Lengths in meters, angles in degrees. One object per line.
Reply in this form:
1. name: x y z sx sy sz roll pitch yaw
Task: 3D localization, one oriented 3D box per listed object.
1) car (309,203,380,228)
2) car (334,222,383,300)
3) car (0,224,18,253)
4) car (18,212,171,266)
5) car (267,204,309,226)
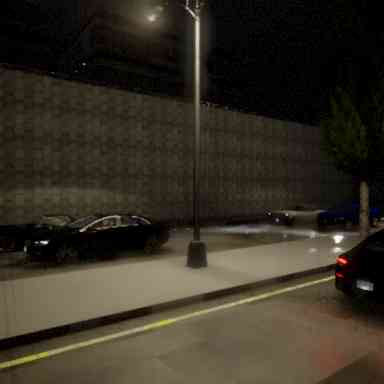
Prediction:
1. car: 9.728 1.429 20.629 5.008 1.535 1.882 0 0 -35
2. car: 4.971 1.506 7.287 4.674 1.442 1.812 0 0 -36
3. car: -6.116 1.594 13.749 4.718 1.301 1.895 0 0 -35
4. car: -3.094 1.481 11.602 4.902 1.511 2.128 0 0 -35
5. car: 7.463 1.553 23.315 4.718 1.301 1.895 0 0 -35
